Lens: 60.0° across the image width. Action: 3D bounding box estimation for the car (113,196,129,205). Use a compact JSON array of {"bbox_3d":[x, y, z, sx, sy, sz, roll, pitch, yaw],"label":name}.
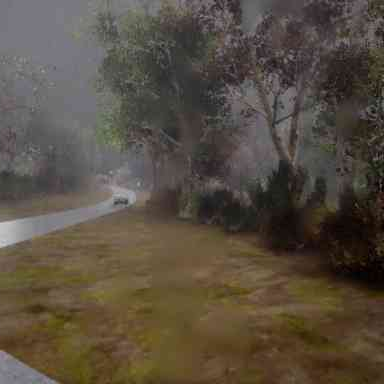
[{"bbox_3d":[-10.905,1.318,51.491,1.895,1.301,4.718,-1,1,-5],"label":"car"}]
